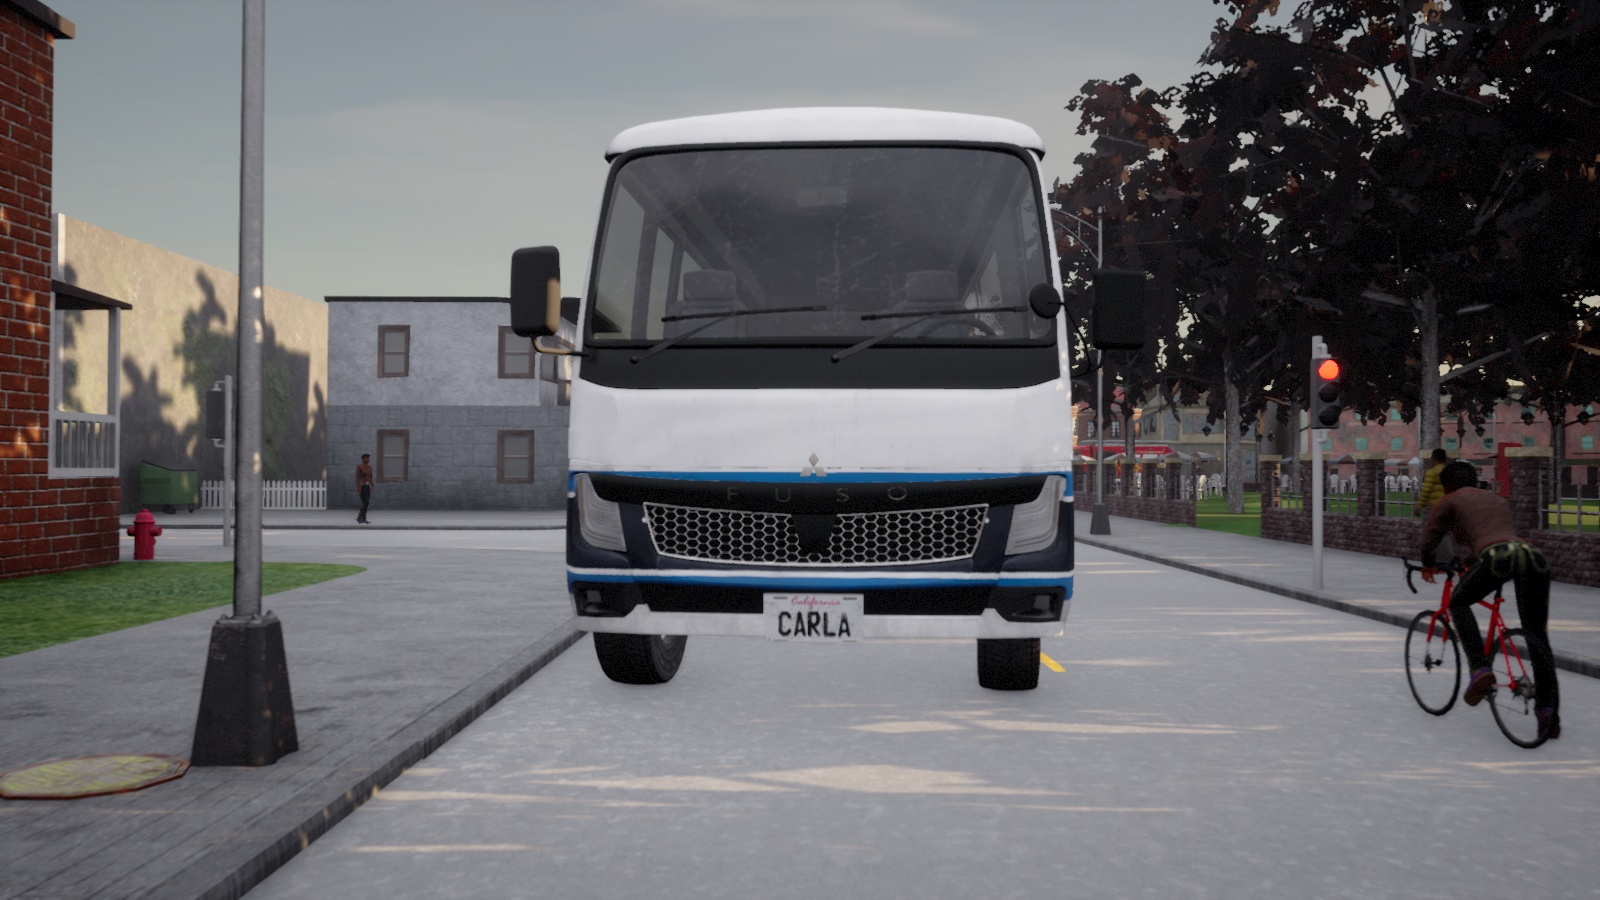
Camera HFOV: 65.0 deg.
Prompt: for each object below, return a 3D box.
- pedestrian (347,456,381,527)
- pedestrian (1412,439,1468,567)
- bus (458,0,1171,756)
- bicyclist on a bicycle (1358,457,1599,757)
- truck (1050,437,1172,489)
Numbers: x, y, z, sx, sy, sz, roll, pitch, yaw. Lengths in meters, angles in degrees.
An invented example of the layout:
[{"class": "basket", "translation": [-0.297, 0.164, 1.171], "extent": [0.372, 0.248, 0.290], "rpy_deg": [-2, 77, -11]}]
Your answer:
[{"class": "pedestrian", "translation": [-11.138, 1.053, 32.083], "extent": [0.869, 1.805, 0.328], "rpy_deg": [-1, -1, 30]}, {"class": "pedestrian", "translation": [9.357, 0.763, 18.372], "extent": [0.431, 1.840, 0.709], "rpy_deg": [0, -1, 0]}, {"class": "bus", "translation": [0.382, -0.383, 12.094], "extent": [3.944, 4.253, 10.273], "rpy_deg": [0, -1, 4]}, {"class": "bicyclist on a bicycle", "translation": [4.078, 0.864, 7.630], "extent": [0.582, 1.620, 1.656], "rpy_deg": [0, -1, -1]}, {"class": "truck", "translation": [23.446, 0.993, 94.945], "extent": [8.468, 3.827, 2.891], "rpy_deg": [0, -1, 0]}]
